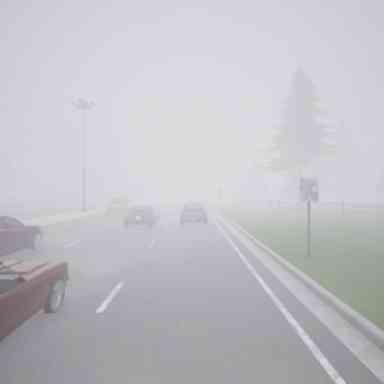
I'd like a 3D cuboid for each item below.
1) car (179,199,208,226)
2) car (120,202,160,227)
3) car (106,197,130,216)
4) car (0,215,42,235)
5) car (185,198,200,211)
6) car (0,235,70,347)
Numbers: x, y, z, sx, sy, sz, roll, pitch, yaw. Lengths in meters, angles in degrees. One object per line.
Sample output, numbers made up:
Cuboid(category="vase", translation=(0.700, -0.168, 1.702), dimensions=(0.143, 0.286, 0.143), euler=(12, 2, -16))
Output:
Cuboid(category="car", translation=(0.113, 1.520, 23.355), dimensions=(2.128, 1.511, 4.902), euler=(0, 0, 0))
Cuboid(category="car", translation=(-3.387, 1.590, 22.967), dimensions=(1.994, 1.385, 4.181), euler=(0, 0, 0))
Cuboid(category="car", translation=(-6.892, 1.389, 32.605), dimensions=(2.097, 1.767, 4.553), euler=(0, 0, 0))
Cuboid(category="car", translation=(-6.892, 1.490, 11.265), dimensions=(1.882, 1.535, 5.008), euler=(0, 0, 0))
Cuboid(category="car", translation=(0.021, 1.573, 42.114), dimensions=(1.812, 1.442, 4.674), euler=(0, 0, -1))
Cuboid(category="car", translation=(-3.395, 1.606, 4.666), dimensions=(1.895, 1.301, 4.718), euler=(0, 0, 0))
